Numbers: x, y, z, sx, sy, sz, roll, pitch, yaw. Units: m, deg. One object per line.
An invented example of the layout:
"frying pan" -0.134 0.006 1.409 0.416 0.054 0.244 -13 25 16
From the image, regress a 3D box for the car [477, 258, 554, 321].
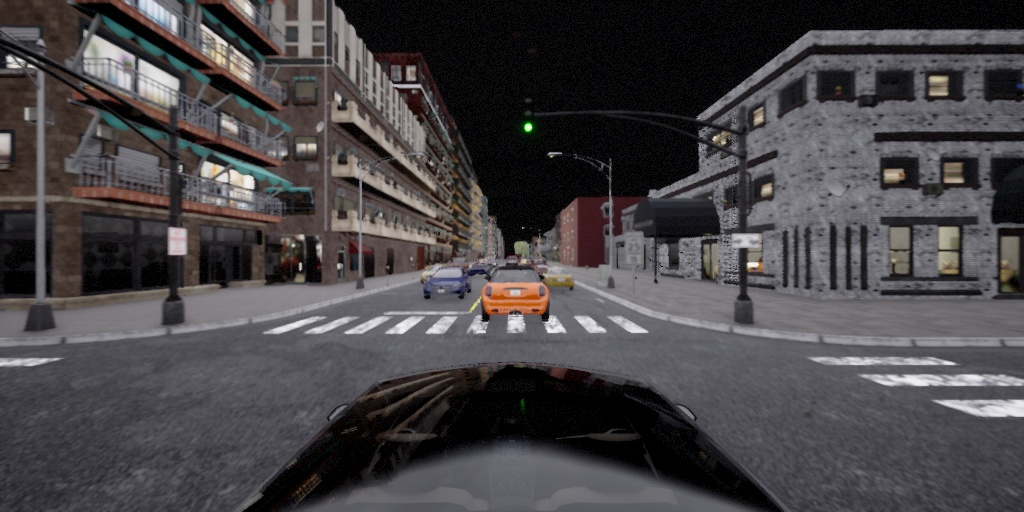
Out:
"car" 0.101 1.098 12.682 2.097 1.767 4.553 0 0 0

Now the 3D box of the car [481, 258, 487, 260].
"car" -2.984 1.330 52.775 2.033 1.411 5.357 0 0 0

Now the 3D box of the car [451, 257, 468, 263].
"car" -5.677 1.078 38.414 2.192 1.841 5.009 0 0 0

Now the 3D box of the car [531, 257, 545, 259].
"car" 2.704 1.050 38.412 2.192 1.841 5.009 0 0 0

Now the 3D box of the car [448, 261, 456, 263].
"car" -5.681 1.287 27.165 1.751 1.417 4.829 0 0 0

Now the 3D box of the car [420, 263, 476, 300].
"car" -3.097 1.280 18.001 1.812 1.442 4.674 0 0 0

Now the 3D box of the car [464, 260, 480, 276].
"car" -3.085 1.354 34.165 1.895 1.301 4.718 0 0 0

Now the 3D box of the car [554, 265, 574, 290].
"car" 2.698 1.260 21.964 1.751 1.417 4.829 0 0 0
